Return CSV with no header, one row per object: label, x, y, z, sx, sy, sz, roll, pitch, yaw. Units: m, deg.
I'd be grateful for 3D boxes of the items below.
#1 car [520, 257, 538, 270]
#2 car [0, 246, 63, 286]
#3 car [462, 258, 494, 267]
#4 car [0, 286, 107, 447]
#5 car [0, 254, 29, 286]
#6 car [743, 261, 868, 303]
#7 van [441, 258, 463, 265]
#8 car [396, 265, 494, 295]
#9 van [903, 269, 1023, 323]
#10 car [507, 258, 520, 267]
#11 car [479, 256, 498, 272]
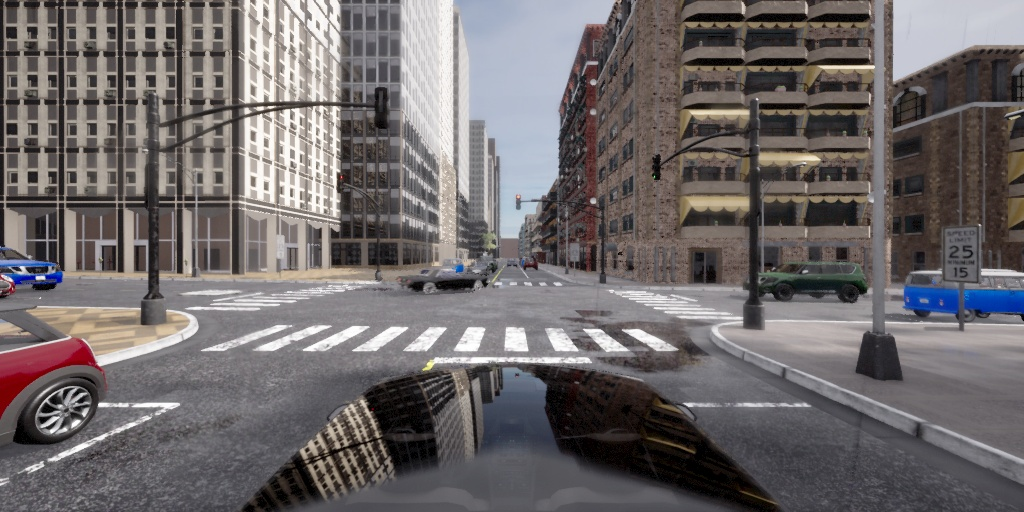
car,2.651,1.079,51.492,2.192,1.841,5.009,0,0,0
car,-23.412,0.553,15.696,5.566,2.045,2.150,1,0,0
car,-3.127,1.247,33.965,2.128,1.511,4.902,0,0,0
car,-5.691,1.190,2.357,1.967,1.591,4.097,0,0,0
car,-21.156,0.818,13.112,4.097,1.591,1.967,0,0,0
car,15.445,1.297,19.012,5.566,2.045,2.150,1,0,0
van,-5.716,1.097,34.831,1.690,1.789,3.998,0,0,0
car,-3.593,1.309,19.260,4.718,1.301,1.895,1,0,-39
van,16.903,1.453,13.091,3.998,1.789,1.690,0,0,0
car,0.050,1.374,64.508,1.895,1.301,4.718,0,0,0
car,-3.132,0.982,43.858,2.150,2.045,5.566,0,0,0
